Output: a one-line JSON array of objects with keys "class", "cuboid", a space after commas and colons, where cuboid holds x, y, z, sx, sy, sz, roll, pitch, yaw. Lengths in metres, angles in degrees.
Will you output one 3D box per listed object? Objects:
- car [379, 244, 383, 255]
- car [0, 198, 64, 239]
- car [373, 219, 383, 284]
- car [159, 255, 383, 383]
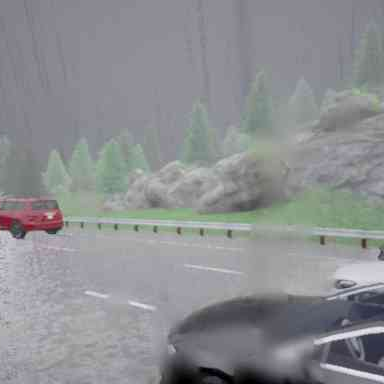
[{"class": "car", "cuboid": [4.586, 1.504, 4.940, 4.674, 1.442, 1.812, -1, 0, 36]}, {"class": "car", "cuboid": [-9.491, 1.361, 18.233, 5.566, 2.045, 2.150, 0, 0, 31]}, {"class": "car", "cuboid": [6.899, 1.494, 7.588, 4.674, 1.442, 1.812, -1, 0, 36]}, {"class": "car", "cuboid": [1.923, 1.482, 2.540, 4.902, 1.511, 2.128, -1, 0, 35]}]
